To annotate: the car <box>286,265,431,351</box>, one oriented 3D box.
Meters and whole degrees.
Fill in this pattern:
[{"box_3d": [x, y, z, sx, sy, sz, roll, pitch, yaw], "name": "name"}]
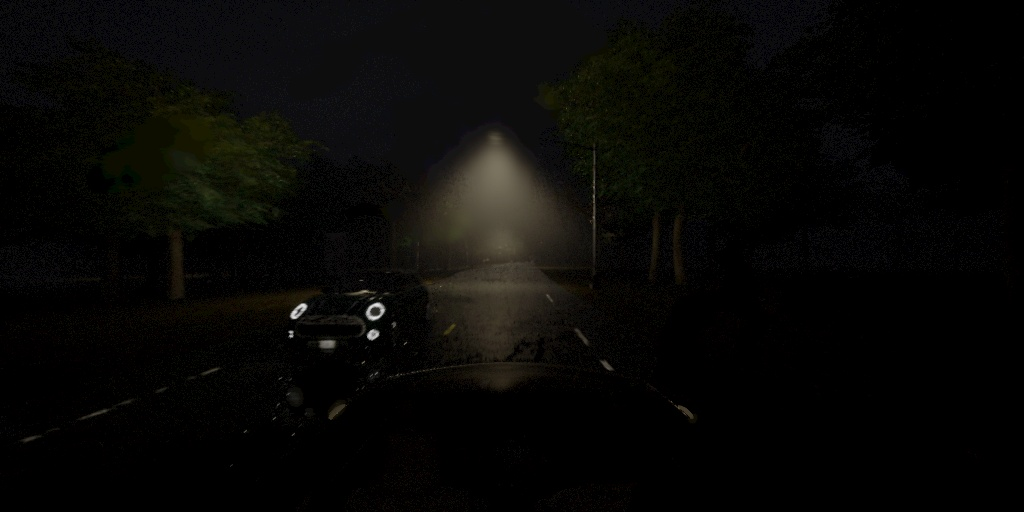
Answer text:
[{"box_3d": [-3.557, 1.133, 9.203, 2.097, 1.767, 4.553, 0, 0, 1], "name": "car"}]
